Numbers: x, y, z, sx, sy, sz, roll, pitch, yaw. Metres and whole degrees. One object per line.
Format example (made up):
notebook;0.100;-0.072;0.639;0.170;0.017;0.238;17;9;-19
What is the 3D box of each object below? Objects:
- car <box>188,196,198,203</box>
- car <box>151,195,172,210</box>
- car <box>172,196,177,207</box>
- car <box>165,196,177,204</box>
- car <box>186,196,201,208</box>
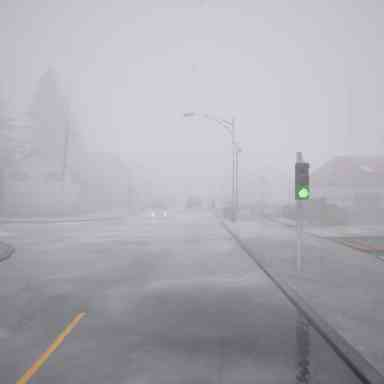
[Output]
car;0.217;1.744;75.542;2.128;1.511;4.902;0;0;0
car;-3.978;1.505;42.238;1.837;1.490;4.892;0;0;0
car;-3.943;1.352;52.280;2.097;1.767;4.553;0;0;0
car;-3.879;1.477;62.353;1.882;1.535;5.008;0;0;1
car;0.236;1.352;46.779;2.097;1.767;4.553;0;0;0
